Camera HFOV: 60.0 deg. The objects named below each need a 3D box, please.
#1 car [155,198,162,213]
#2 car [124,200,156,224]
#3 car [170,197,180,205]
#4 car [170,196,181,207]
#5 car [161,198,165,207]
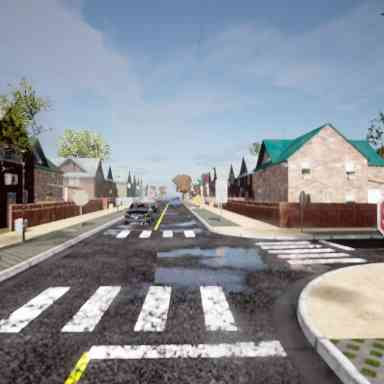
[{"bbox_3d":[-4.668,1.698,37.571,1.895,1.301,4.718,0,0,-3],"label":"car"},{"bbox_3d":[-3.994,1.545,25.463,1.837,1.490,4.892,0,0,-3],"label":"car"},{"bbox_3d":[-3.352,1.780,65.145,1.882,1.535,5.008,0,-1,-3],"label":"car"},{"bbox_3d":[-2.757,1.768,55.369,2.033,1.411,5.357,0,0,-3],"label":"car"},{"bbox_3d":[-5.708,1.800,57.493,1.994,1.385,4.181,0,-1,-3],"label":"car"}]
